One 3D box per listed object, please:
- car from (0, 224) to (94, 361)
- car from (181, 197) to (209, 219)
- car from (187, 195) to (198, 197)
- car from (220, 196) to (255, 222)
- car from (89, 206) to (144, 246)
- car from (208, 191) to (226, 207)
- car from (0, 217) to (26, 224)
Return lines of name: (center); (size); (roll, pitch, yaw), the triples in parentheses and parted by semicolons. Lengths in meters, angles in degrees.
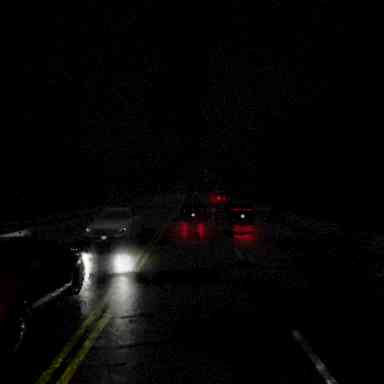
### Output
car: (-3.345, 1.508, 5.670); (1.994, 1.385, 4.181); (0, 0, 0)
car: (0.089, 1.356, 26.341); (1.895, 1.301, 4.718); (0, 1, 0)
car: (0.081, 1.085, 45.563); (2.128, 1.511, 4.902); (0, 1, 0)
car: (3.319, 1.281, 24.110); (1.837, 1.490, 4.892); (0, 1, 0)
car: (-3.256, 1.385, 14.633); (1.812, 1.442, 4.674); (0, 1, 0)
car: (3.329, 0.830, 43.769); (2.150, 2.045, 5.566); (0, 1, 0)
car: (-6.544, 1.499, 10.400); (1.895, 1.301, 4.718); (0, 1, 0)
